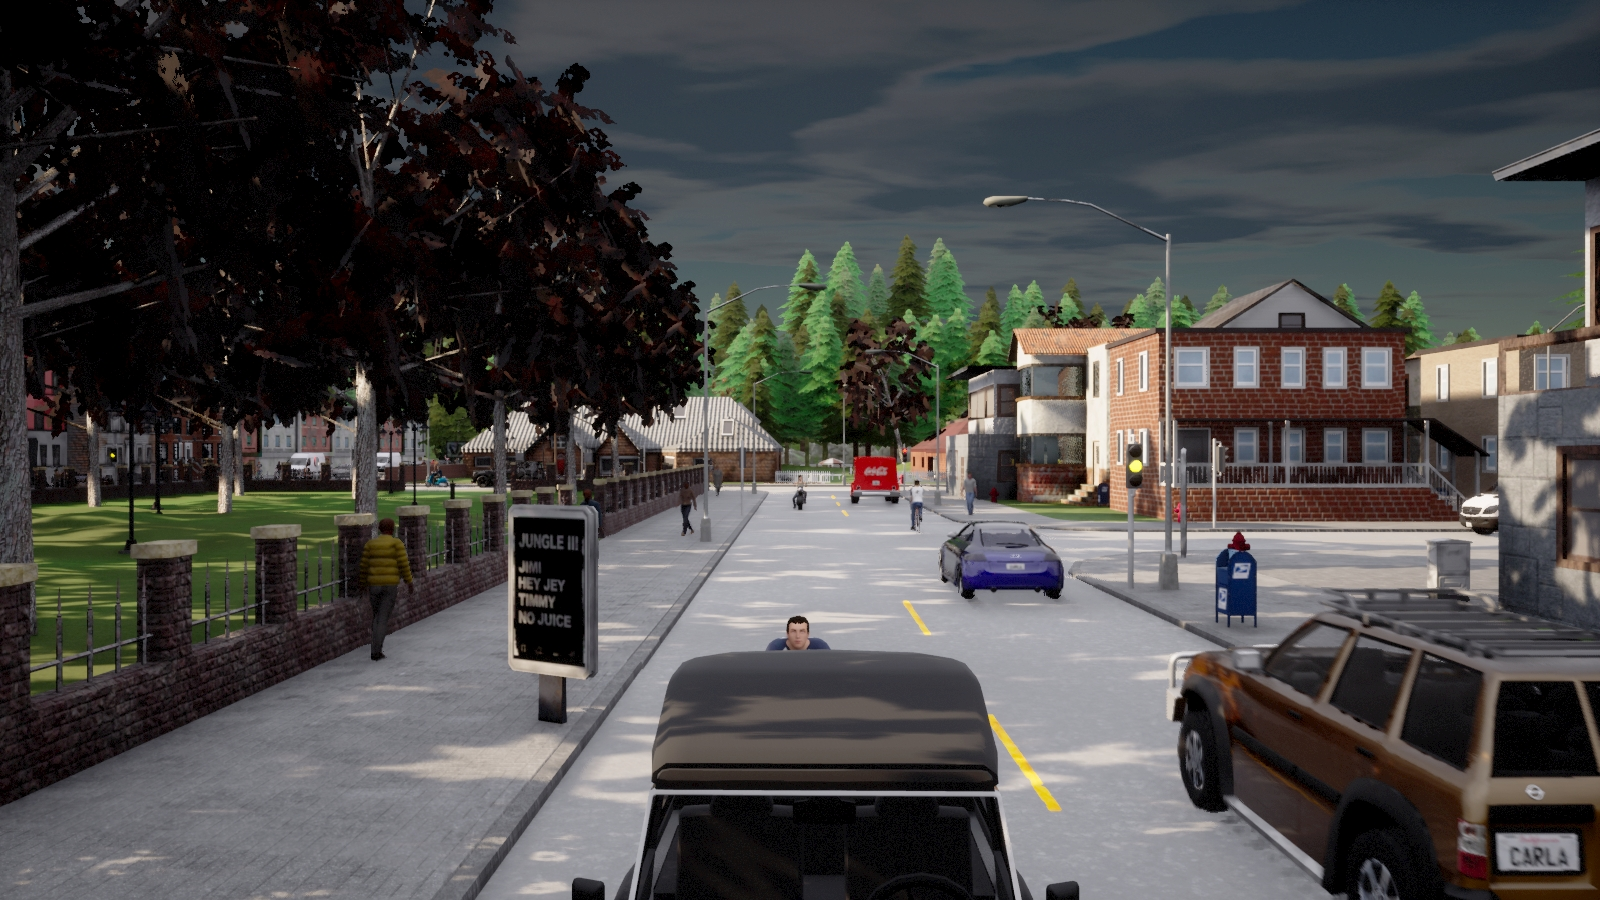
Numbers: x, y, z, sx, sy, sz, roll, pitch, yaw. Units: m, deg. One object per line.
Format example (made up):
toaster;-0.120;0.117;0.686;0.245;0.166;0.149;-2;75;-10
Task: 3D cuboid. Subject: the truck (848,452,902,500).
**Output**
truck;3.969;1.372;61.570;2.627;2.467;5.204;0;0;1

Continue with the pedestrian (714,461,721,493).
pedestrian;-4.816;1.552;66.695;0.375;1.860;0.375;0;0;-5

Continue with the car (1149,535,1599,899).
car;3.944;1.647;7.452;1.932;1.855;4.605;0;0;0

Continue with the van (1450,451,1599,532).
van;24.712;1.329;37.232;5.915;2.561;1.988;0;0;0

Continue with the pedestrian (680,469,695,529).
pedestrian;-3.534;1.540;35.945;0.375;1.860;0.375;0;0;16

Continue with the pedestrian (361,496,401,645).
pedestrian;-5.363;1.531;14.640;0.375;1.860;0.375;0;0;0

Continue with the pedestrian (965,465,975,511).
pedestrian;6.934;1.534;46.530;0.375;1.860;0.375;0;0;13

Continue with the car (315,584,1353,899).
car;0.090;1.640;4.031;1.905;1.878;3.866;0;0;1

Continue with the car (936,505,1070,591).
car;4.000;1.908;23.196;1.994;1.385;4.181;0;0;0

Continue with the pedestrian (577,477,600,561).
pedestrian;-4.734;1.535;25.565;0.375;1.860;0.375;0;0;14
